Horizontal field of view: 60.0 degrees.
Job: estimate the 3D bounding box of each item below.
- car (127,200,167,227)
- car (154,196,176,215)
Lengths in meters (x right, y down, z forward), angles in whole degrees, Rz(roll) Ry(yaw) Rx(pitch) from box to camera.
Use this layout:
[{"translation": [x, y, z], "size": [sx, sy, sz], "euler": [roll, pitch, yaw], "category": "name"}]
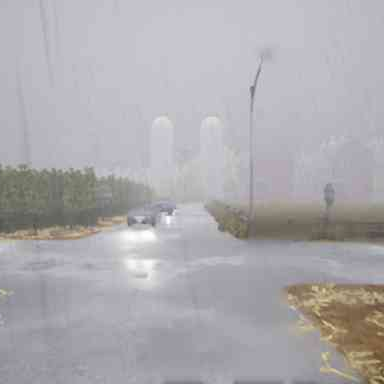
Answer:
[{"translation": [-3.244, 1.556, 23.251], "size": [2.128, 1.511, 4.902], "euler": [0, -1, 1], "category": "car"}, {"translation": [-3.221, 1.407, 36.390], "size": [2.150, 2.045, 5.566], "euler": [0, -1, 0], "category": "car"}]
